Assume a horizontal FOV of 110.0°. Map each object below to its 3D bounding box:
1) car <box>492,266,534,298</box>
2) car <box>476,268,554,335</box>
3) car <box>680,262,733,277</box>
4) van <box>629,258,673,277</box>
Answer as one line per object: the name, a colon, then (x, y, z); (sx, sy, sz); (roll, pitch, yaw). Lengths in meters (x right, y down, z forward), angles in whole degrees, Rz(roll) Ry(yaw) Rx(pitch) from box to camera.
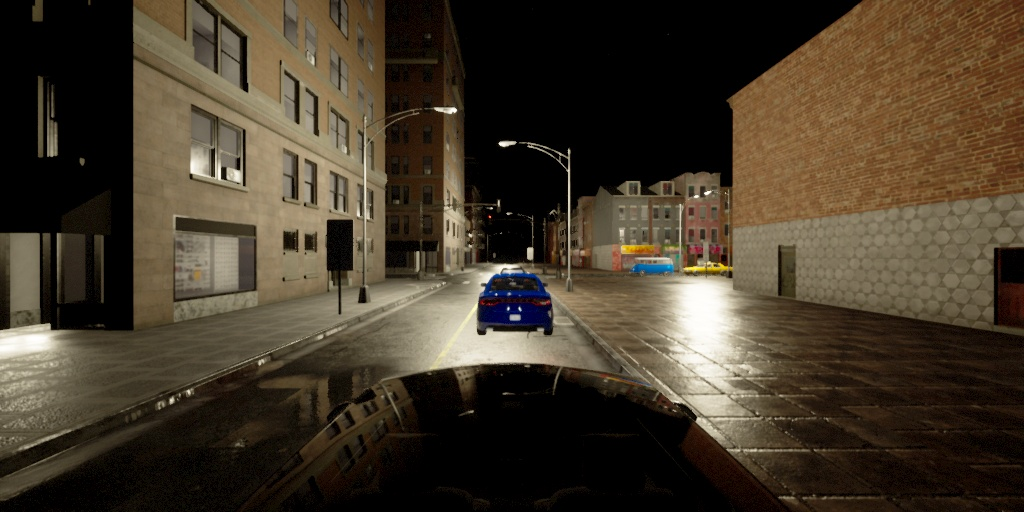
car: (0.037, 1.308, 19.257); (1.994, 1.385, 4.181); (0, 0, 0)
car: (0.069, 1.225, 10.488); (1.882, 1.535, 5.008); (0, 0, 0)
car: (19.060, 1.256, 35.056); (4.829, 1.417, 1.751); (0, 0, 0)
van: (13.618, 1.076, 35.045); (3.998, 1.789, 1.690); (0, 0, 0)
